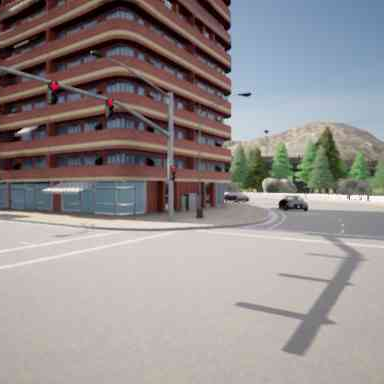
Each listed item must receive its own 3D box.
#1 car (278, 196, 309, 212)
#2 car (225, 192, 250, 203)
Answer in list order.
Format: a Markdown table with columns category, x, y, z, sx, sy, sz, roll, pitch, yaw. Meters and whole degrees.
| category | x | y | z | sx | sy | sz | roll | pitch | yaw |
| --- | --- | --- | --- | --- | --- | --- | --- | --- | --- |
| car | 9.300 | 1.061 | 30.695 | 1.994 | 1.385 | 4.181 | 0 | 1 | 3 |
| car | 6.425 | 0.774 | 47.630 | 1.812 | 1.442 | 4.674 | 0 | 1 | -25 |
